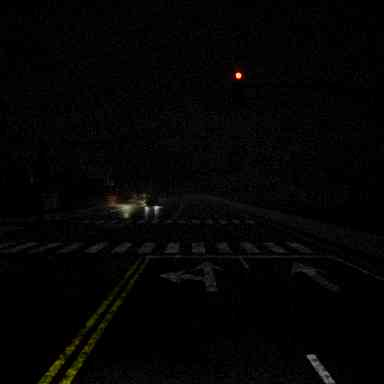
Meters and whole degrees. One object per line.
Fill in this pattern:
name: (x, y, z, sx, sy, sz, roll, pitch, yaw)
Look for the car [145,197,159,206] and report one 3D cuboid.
car: (-6.394, 1.545, 53.660, 1.837, 1.490, 4.892, 0, 1, 0)
